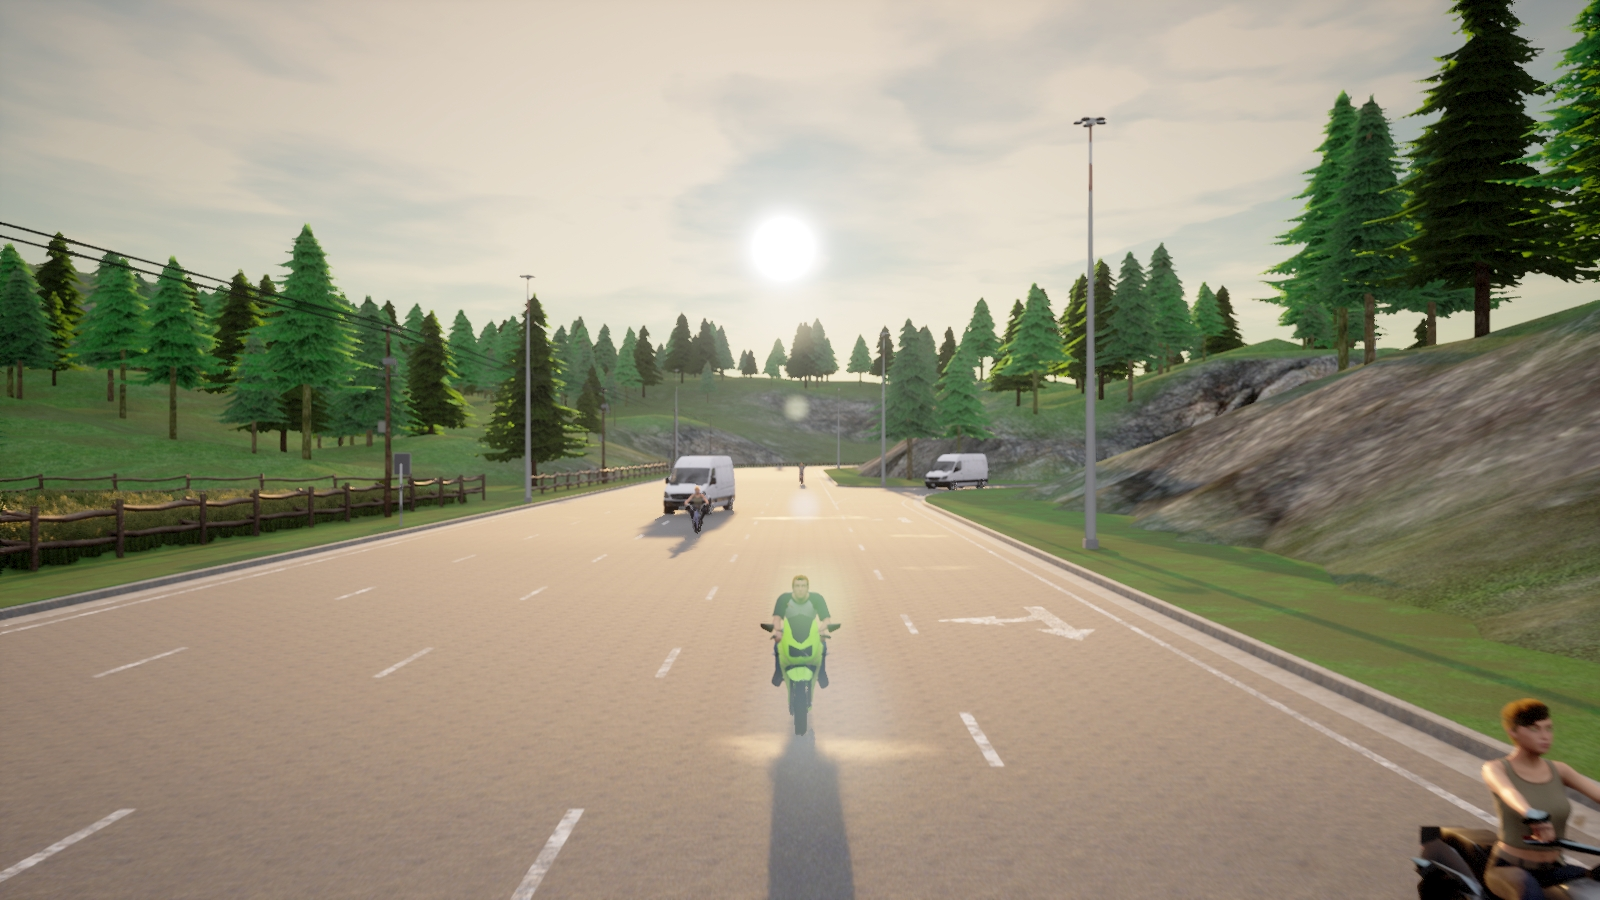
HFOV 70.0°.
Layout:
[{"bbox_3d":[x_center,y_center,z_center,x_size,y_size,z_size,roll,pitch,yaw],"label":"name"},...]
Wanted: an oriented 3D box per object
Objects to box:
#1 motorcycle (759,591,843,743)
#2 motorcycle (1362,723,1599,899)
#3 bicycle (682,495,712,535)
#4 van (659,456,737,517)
[{"bbox_3d":[0.007,2.193,11.911,0.803,1.199,2.033,0,0,0],"label":"motorcycle"},{"bbox_3d":[3.477,2.158,5.111,0.764,1.307,2.356,0,0,0],"label":"motorcycle"},{"bbox_3d":[-3.462,2.177,38.515,0.859,1.277,1.487,0,0,0],"label":"bicycle"},{"bbox_3d":[-4.496,1.560,51.410,1.988,2.561,5.915,0,0,11],"label":"van"}]
